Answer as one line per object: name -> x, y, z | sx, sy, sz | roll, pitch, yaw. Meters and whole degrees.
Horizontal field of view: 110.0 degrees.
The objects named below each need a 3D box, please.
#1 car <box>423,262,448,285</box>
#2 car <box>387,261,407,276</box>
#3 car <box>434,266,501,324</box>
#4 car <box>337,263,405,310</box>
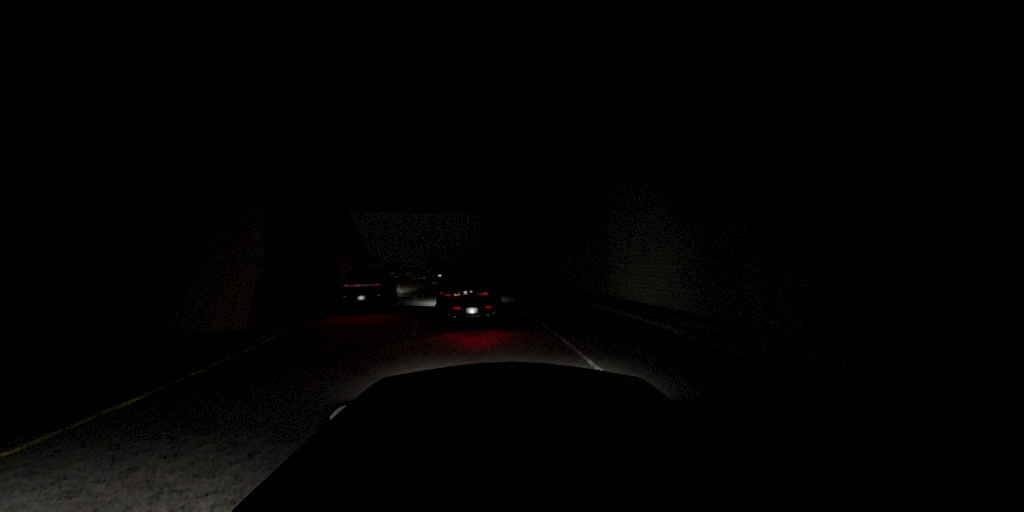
car -> -6.029, 1.205, 29.114 | 1.837, 1.490, 4.892 | 0, 0, -15
car -> -10.538, 1.213, 32.285 | 2.128, 1.511, 4.902 | 0, 0, -16
car -> -1.563, 1.230, 11.958 | 1.837, 1.490, 4.892 | 0, 0, -12
car -> -5.831, 1.240, 14.875 | 2.128, 1.511, 4.902 | 0, 0, -14
